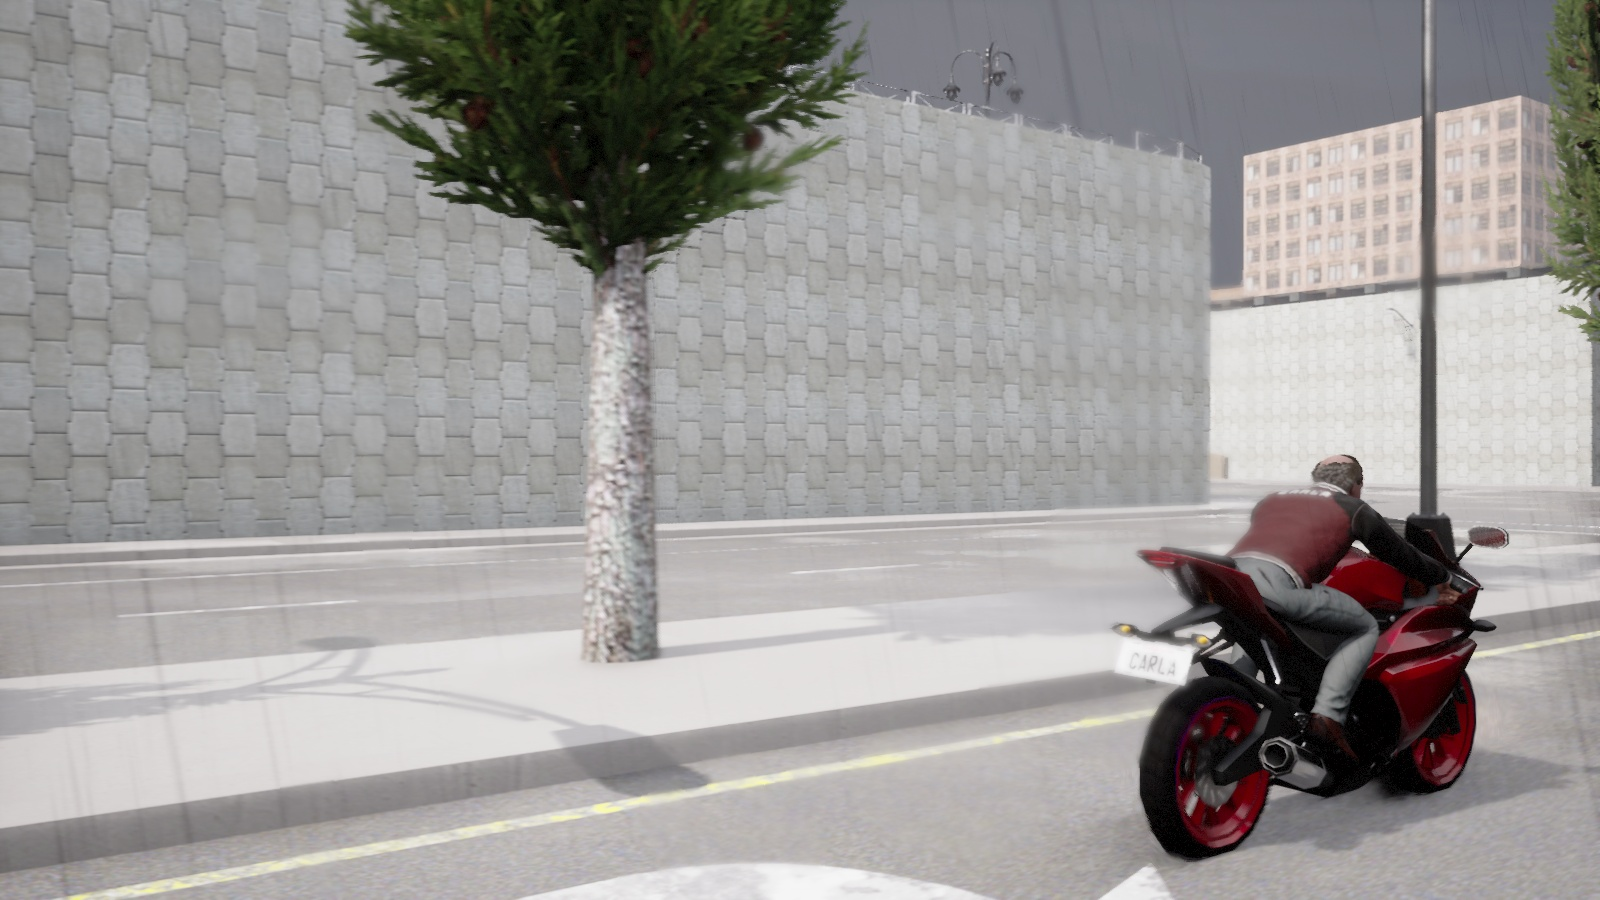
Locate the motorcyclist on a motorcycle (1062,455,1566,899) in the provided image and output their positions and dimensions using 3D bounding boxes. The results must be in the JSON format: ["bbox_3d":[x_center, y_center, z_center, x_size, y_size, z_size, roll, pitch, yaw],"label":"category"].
[{"bbox_3d":[2.172,0.788,5.170,2.191,1.530,0.866,0,0,-35],"label":"motorcyclist on a motorcycle"}]
